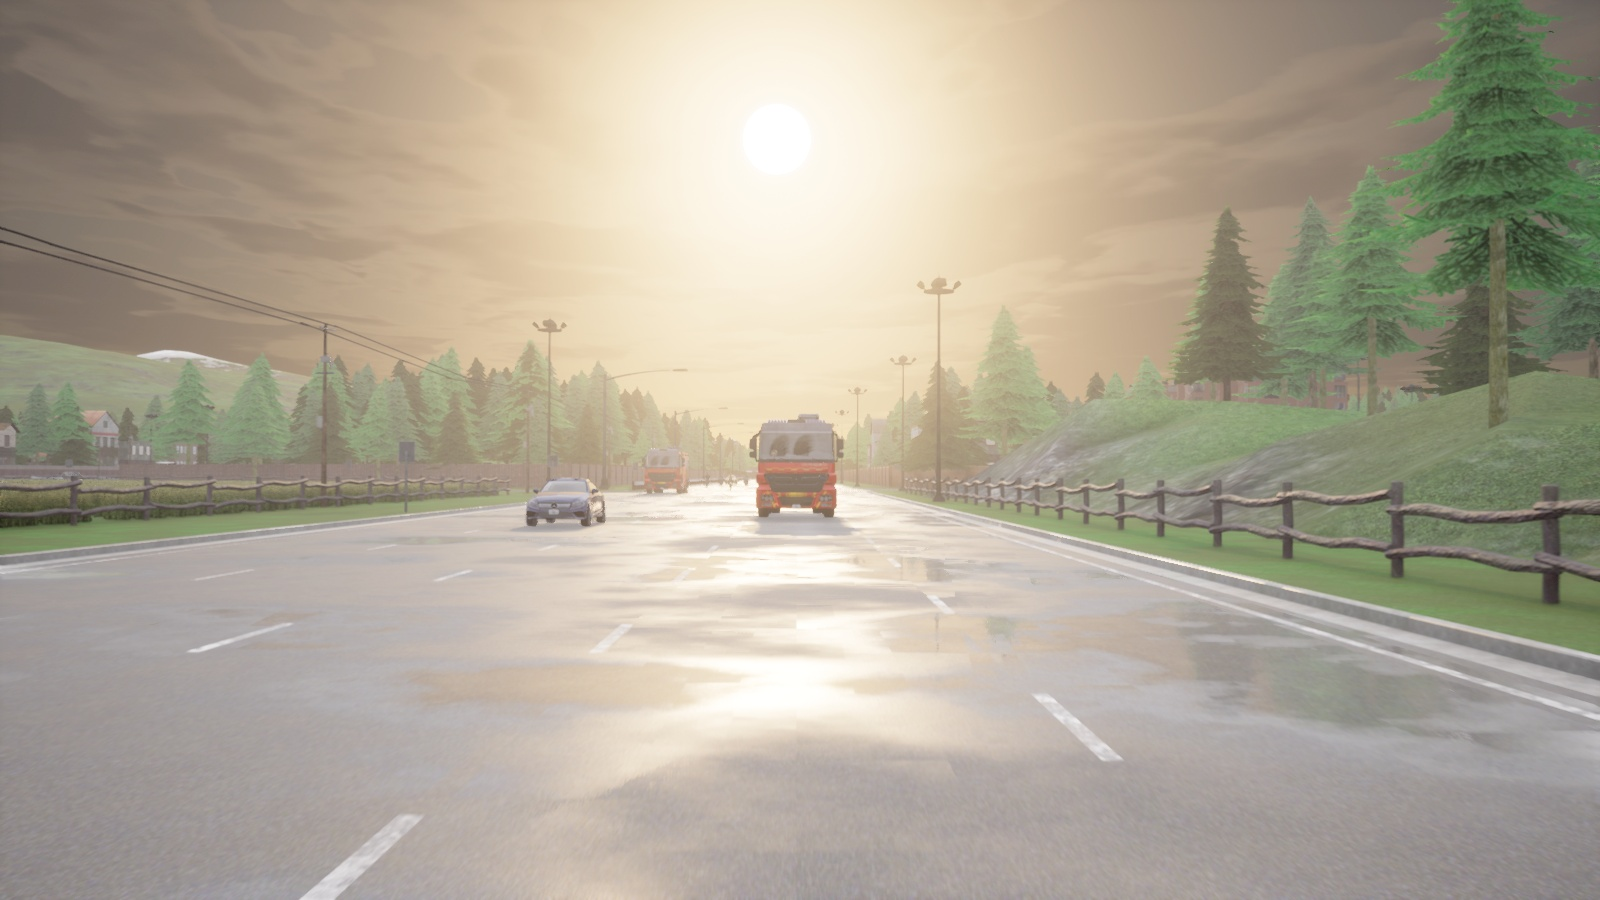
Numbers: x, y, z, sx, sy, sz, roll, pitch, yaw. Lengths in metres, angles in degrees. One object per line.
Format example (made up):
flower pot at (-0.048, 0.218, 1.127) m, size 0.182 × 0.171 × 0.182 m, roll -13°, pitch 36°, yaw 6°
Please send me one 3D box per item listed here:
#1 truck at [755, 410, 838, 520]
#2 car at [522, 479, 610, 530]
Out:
truck at (-0.123, 0.584, 47.991) m, size 2.891 × 3.827 × 8.468 m, roll 0°, pitch -1°, yaw 0°
car at (-7.096, 1.620, 38.519) m, size 1.812 × 1.442 × 4.674 m, roll 0°, pitch -1°, yaw 0°
